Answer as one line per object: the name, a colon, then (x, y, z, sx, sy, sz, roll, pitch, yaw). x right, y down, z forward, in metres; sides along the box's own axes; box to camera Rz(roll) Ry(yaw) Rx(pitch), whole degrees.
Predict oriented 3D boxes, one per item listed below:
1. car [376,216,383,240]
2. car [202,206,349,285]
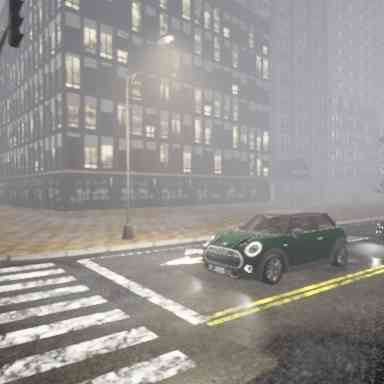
car: (10.437, 1.452, 15.562, 4.892, 1.490, 1.837, 0, 0, -38)
car: (2.483, 1.333, 9.574, 4.553, 1.767, 2.097, 0, 0, -37)
